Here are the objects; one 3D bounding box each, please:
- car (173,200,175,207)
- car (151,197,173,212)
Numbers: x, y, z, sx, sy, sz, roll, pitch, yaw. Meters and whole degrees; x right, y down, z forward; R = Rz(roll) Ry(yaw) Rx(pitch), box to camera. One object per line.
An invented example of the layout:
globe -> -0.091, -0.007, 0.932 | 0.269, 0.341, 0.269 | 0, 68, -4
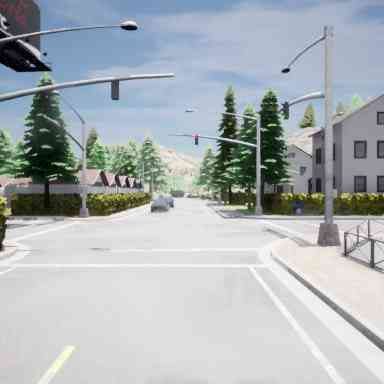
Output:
car -> -3.609, 1.477, 48.761 | 1.882, 1.535, 5.008 | 0, 0, 0
car -> -3.621, 1.547, 38.478 | 2.033, 1.411, 5.357 | 0, 0, 0
